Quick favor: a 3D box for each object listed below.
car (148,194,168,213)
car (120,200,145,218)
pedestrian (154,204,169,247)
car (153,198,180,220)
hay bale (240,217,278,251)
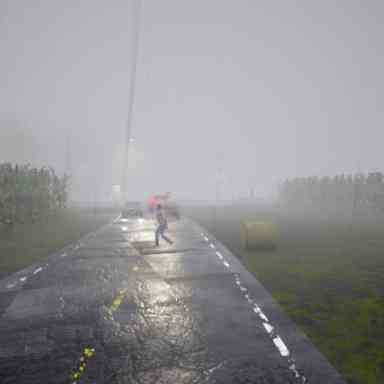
[{"bbox_3d":[-3.795,1.253,38.024,2.150,2.045,5.566,0,0,-11],"label":"car"},{"bbox_3d":[-5.364,1.520,30.228,1.837,1.490,4.892,0,0,-9],"label":"car"},{"bbox_3d":[-1.259,1.290,13.620,0.375,1.860,0.375,0,0,-9],"label":"pedestrian"},{"bbox_3d":[-2.116,1.517,28.132,1.837,1.490,4.892,0,0,-8],"label":"car"},{"bbox_3d":[2.634,1.653,13.237,1.220,1.180,1.240,0,0,-4],"label":"hay bale"}]
